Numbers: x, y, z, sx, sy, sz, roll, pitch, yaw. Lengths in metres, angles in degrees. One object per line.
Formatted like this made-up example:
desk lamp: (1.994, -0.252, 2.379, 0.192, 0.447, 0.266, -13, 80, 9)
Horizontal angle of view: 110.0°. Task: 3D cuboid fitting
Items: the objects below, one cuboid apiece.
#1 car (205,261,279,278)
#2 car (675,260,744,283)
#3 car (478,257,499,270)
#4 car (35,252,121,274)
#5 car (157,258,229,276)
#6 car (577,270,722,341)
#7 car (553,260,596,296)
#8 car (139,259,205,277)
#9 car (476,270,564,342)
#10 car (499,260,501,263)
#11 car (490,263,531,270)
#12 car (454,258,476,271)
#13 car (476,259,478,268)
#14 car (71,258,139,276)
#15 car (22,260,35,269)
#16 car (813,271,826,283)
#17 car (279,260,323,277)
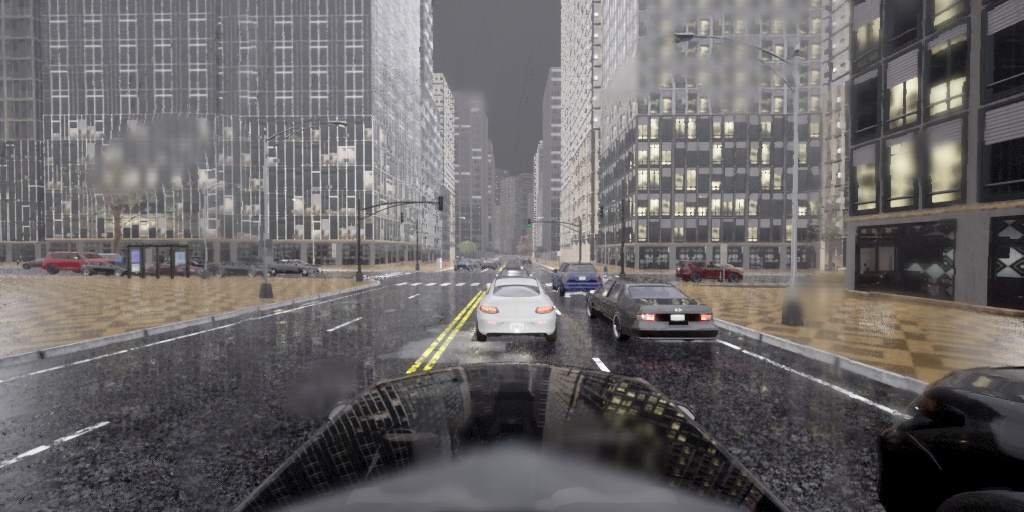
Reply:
car: (-22.710, 1.174, 30.270, 4.313, 1.339, 1.948, 0, 0, 1)
car: (16.215, 1.269, 29.712, 5.009, 1.841, 2.192, 0, 0, 1)
car: (-3.304, 1.262, 51.227, 2.033, 1.411, 5.357, 0, 0, 0)
car: (-40.015, 0.628, 33.347, 5.566, 2.045, 2.150, 1, 1, 1)
car: (-29.415, 0.981, 33.120, 5.008, 1.535, 1.882, 1, 1, 1)
car: (3.358, 1.293, 9.782, 2.033, 1.411, 5.357, 0, 0, 0)
car: (3.363, 1.092, 19.297, 2.097, 1.767, 4.553, 0, 0, 0)
car: (-28.393, 1.138, 30.407, 4.207, 1.307, 1.802, 0, 0, 1)
car: (0.105, 1.272, 9.644, 1.812, 1.442, 4.674, 0, 0, 0)
car: (-3.282, 1.304, 60.987, 1.895, 1.301, 4.718, 0, 0, 0)
car: (0.113, 1.288, 18.952, 2.033, 1.411, 5.357, 0, 0, 0)
car: (-6.587, 1.068, 49.244, 2.097, 1.767, 4.553, 0, 0, 1)
car: (-6.543, 1.211, 58.341, 1.837, 1.490, 4.892, 0, 0, 0)
car: (-34.074, 1.069, 30.585, 4.313, 1.339, 1.948, 0, 0, 1)
car: (-50.941, 0.793, 39.374, 4.207, 1.307, 1.802, 0, 0, 1)
car: (27.663, 1.579, 29.507, 4.829, 1.417, 1.751, 0, 0, 1)
car: (-20.004, 1.080, 32.921, 4.902, 1.511, 2.128, 1, 1, 1)
